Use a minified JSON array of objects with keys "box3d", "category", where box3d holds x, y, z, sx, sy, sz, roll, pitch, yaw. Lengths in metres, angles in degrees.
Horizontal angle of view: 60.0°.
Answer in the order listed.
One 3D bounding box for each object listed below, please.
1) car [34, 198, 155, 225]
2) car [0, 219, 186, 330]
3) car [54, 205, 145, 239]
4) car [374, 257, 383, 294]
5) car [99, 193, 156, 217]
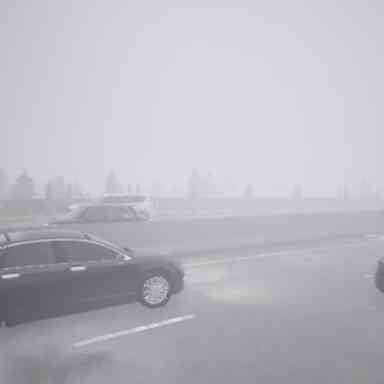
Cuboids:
[{"box3d":[-4.153,1.281,13.582,4.553,1.767,2.097,0,0,-32],"category":"car"},{"box3d":[-2.397,1.470,6.163,4.892,1.490,1.837,0,0,-34],"category":"car"},{"box3d":[-4.783,1.476,17.297,4.181,1.385,1.994,0,0,-31],"category":"car"},{"box3d":[5.920,1.552,7.183,4.181,1.385,1.994,0,0,-30],"category":"car"},{"box3d":[-5.064,1.116,21.268,5.566,2.045,2.150,0,0,-31],"category":"car"}]
